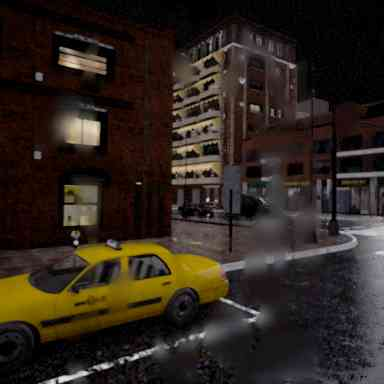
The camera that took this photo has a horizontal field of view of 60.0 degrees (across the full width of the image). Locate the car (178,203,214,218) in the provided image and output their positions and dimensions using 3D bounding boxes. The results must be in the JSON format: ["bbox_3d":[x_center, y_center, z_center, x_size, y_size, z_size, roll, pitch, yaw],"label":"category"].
[{"bbox_3d":[0.254,1.738,31.900,1.947,1.339,4.313,1,-1,-35],"label":"car"}]

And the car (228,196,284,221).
[{"bbox_3d":[5.376,1.390,29.062,2.150,2.045,5.566,1,-1,-35],"label":"car"}]

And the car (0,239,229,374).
[{"bbox_3d":[-1.575,1.527,5.586,4.829,1.417,1.752,0,1,-35],"label":"car"}]

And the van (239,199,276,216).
[{"bbox_3d":[7.153,1.665,36.659,1.690,1.788,3.998,1,-1,-35],"label":"van"}]
